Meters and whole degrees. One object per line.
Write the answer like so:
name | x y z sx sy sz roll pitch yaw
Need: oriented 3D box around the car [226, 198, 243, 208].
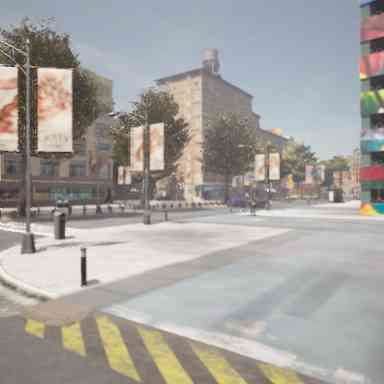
car | 6.970 1.619 51.625 1.812 1.442 4.674 0 0 35

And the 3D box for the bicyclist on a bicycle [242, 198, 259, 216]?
bicyclist on a bicycle | 5.137 1.350 29.381 1.656 1.620 0.582 -1 0 35

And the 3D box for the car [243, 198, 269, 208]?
car | 9.881 1.607 49.678 1.812 1.442 4.674 0 0 35
